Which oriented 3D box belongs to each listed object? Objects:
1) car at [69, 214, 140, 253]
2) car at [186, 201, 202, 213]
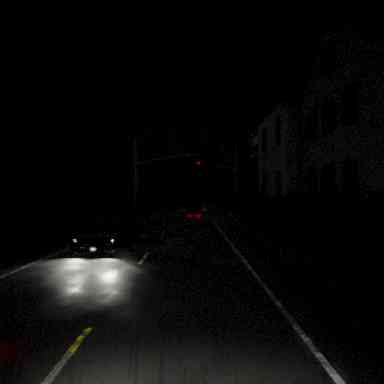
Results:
[{"bbox_3d":[-3.514,1.682,14.537,2.033,1.411,5.357,0,-1,1],"label":"car"},{"bbox_3d":[0.239,1.893,42.959,2.128,1.511,4.902,0,0,0],"label":"car"}]
